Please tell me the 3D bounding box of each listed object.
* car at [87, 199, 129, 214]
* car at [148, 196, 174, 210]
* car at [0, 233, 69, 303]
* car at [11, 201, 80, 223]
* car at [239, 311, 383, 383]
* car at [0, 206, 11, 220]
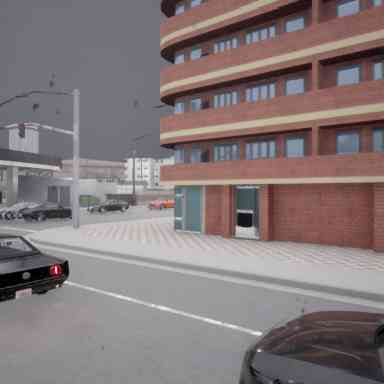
[{"bbox_3d":[-8.907,1.509,35.595,2.128,1.511,4.902,0,0,35],"label":"car"},{"bbox_3d":[-3.670,1.389,43.183,2.097,1.767,4.553,0,0,35],"label":"car"},{"bbox_3d":[-4.929,1.599,7.496,4.718,1.301,1.895,0,0,36],"label":"car"},{"bbox_3d":[-11.071,1.528,25.958,1.812,1.442,4.674,0,0,35],"label":"car"},{"bbox_3d":[2.651,1.514,2.104,4.892,1.490,1.837,0,0,35],"label":"car"},{"bbox_3d":[-14.133,1.523,27.951,1.812,1.442,4.674,0,0,34],"label":"car"}]
